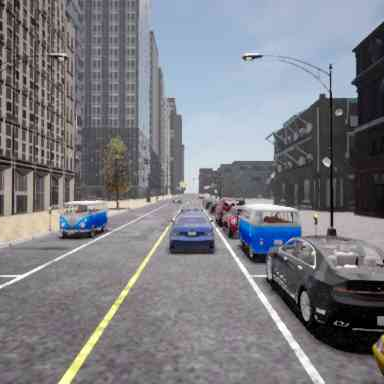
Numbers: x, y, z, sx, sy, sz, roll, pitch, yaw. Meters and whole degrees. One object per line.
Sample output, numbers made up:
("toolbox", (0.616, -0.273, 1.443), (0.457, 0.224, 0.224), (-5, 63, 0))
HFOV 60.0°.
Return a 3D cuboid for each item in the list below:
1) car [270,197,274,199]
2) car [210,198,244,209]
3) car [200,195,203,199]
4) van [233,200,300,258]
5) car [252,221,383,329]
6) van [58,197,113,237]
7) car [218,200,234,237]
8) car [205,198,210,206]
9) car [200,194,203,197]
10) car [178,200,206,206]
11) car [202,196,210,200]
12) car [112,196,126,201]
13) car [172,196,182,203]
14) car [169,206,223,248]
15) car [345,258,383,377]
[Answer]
("car", (20.683, 1.226, 77.323), (4.829, 1.417, 1.752), (-1, 0, 1))
("car", (2.707, 1.316, 23.219), (2.192, 1.841, 5.009), (1, 0, 0))
("car", (2.703, 1.547, 50.606), (2.008, 1.369, 4.403), (1, 0, 0))
("van", (2.707, 1.341, 12.263), (1.690, 1.788, 3.998), (1, 0, 0))
("car", (2.703, 1.550, 6.785), (2.008, 1.369, 4.403), (1, 0, 0))
("van", (-5.673, 1.342, 17.737), (1.690, 1.788, 3.998), (1, 0, 0))
("car", (2.705, 1.441, 17.740), (1.967, 1.590, 4.097), (1, 0, 0))
("car", (2.703, 1.566, 34.173), (1.947, 1.339, 4.313), (1, 0, 0))
("car", (2.827, 1.575, 61.559), (1.802, 1.307, 4.206), (1, 0, 0))
("car", (0.000, 1.618, 29.684), (1.895, 1.301, 4.718), (0, 0, 0))
("car", (2.703, 1.563, 45.129), (1.947, 1.339, 4.313), (1, 0, 0))
("car", (-17.425, 1.645, 77.688), (4.206, 1.307, 1.802), (-1, 0, 1))
("car", (-3.005, 1.575, 67.189), (2.033, 1.411, 5.357), (0, 0, 0))
("car", (0.000, 1.564, 14.652), (2.033, 1.411, 5.357), (0, 0, 0))
("car", (2.704, 1.523, 1.477), (1.752, 1.417, 4.829), (1, 0, 0))
